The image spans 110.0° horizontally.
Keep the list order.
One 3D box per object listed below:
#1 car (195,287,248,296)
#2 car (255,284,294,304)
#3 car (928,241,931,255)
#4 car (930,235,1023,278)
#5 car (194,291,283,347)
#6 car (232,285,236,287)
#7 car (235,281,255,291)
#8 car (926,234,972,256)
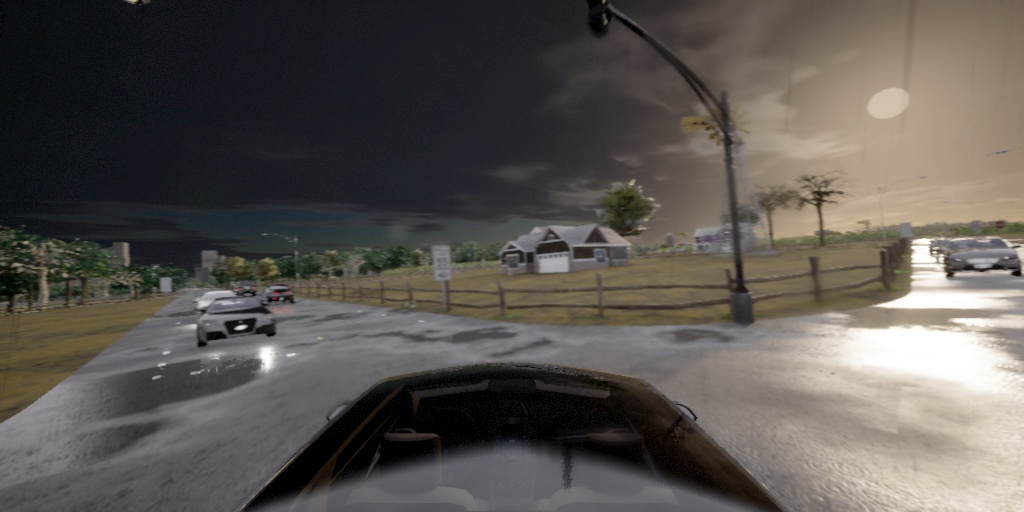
[{"bbox_3d":[-16.230,2.666,19.908,1.812,1.442,4.674,-2,-2,-42],"label":"car"},{"bbox_3d":[-18.379,3.001,27.905,1.837,1.490,4.892,-2,-2,-42],"label":"car"},{"bbox_3d":[26.347,-0.417,21.212,5.357,1.411,2.033,-4,-2,-41],"label":"car"},{"bbox_3d":[19.053,-0.015,14.737,4.902,1.511,2.128,-4,-2,-41],"label":"car"},{"bbox_3d":[-9.573,2.107,12.400,1.994,1.385,4.181,-2,-2,-42],"label":"car"},{"bbox_3d":[-22.884,3.245,27.430,2.128,1.511,4.902,-2,-2,-42],"label":"car"},{"bbox_3d":[-33.304,4.148,44.704,2.150,2.045,5.566,-2,-3,-41],"label":"car"},{"bbox_3d":[33.725,-0.856,27.770,4.181,1.385,1.994,-3,-2,-42],"label":"car"}]
